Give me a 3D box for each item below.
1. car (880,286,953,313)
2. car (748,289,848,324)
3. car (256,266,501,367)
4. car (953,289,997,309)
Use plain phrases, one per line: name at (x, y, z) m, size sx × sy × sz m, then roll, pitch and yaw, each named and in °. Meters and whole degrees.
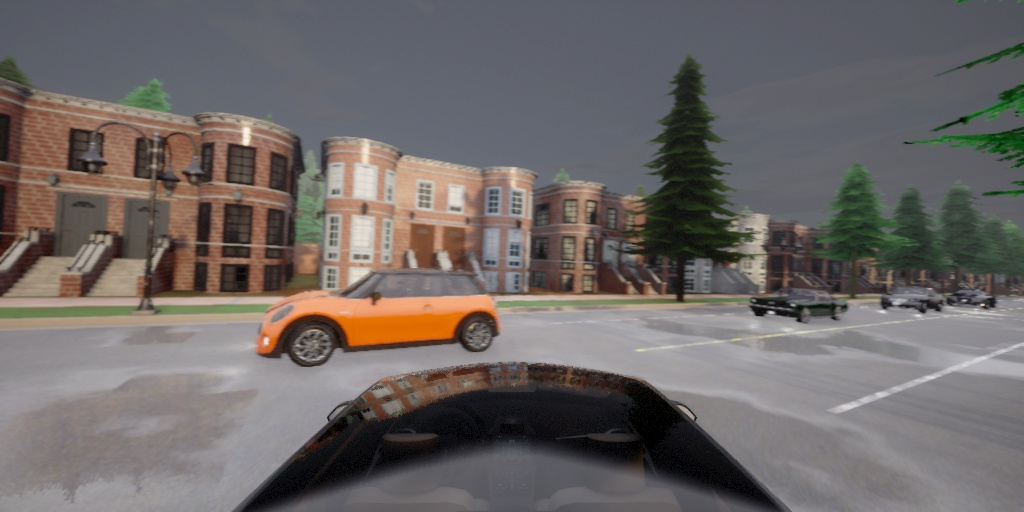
car at (25.064, 2.675, 22.450) m, size 4.902 × 1.511 × 2.128 m, roll 3°, pitch -1°, yaw -28°
car at (12.576, 2.108, 15.736) m, size 4.718 × 1.301 × 1.895 m, roll 3°, pitch -1°, yaw -28°
car at (-2.569, 1.037, 7.580) m, size 4.553 × 1.767 × 2.097 m, roll 3°, pitch -1°, yaw -28°
car at (36.798, 3.385, 28.703) m, size 4.181 × 1.385 × 1.994 m, roll 3°, pitch -1°, yaw -28°
